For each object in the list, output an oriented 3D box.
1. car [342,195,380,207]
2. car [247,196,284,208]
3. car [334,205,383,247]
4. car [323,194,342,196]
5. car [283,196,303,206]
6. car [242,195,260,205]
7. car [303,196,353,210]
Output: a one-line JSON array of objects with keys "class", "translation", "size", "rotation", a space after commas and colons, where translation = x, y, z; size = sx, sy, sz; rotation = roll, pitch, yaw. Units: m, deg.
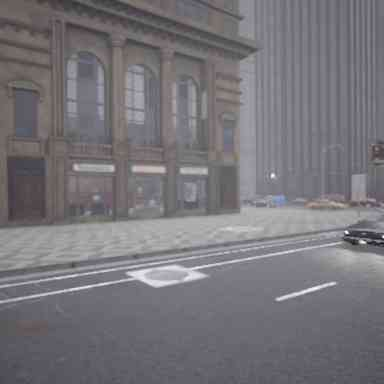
[{"class": "car", "translation": [23.329, 1.453, 45.668], "size": [1.887, 1.381, 4.507], "rotation": [-2, 0, -35]}, {"class": "car", "translation": [10.715, 1.699, 48.710], "size": [2.008, 1.369, 4.403], "rotation": [-2, 0, -35]}, {"class": "car", "translation": [8.379, 1.426, 13.645], "size": [5.357, 1.411, 2.033], "rotation": [-1, 0, -35]}, {"class": "car", "translation": [20.383, 1.293, 49.819], "size": [2.192, 1.841, 5.009], "rotation": [-2, 0, -35]}, {"class": "car", "translation": [17.451, 1.629, 53.972], "size": [1.802, 1.307, 4.206], "rotation": [-2, 0, -35]}, {"class": "car", "translation": [11.564, 1.499, 62.275], "size": [2.192, 1.841, 5.009], "rotation": [-2, 0, -35]}, {"class": "car", "translation": [16.468, 1.538, 40.603], "size": [1.752, 1.417, 4.829], "rotation": [-2, 0, -35]}]
